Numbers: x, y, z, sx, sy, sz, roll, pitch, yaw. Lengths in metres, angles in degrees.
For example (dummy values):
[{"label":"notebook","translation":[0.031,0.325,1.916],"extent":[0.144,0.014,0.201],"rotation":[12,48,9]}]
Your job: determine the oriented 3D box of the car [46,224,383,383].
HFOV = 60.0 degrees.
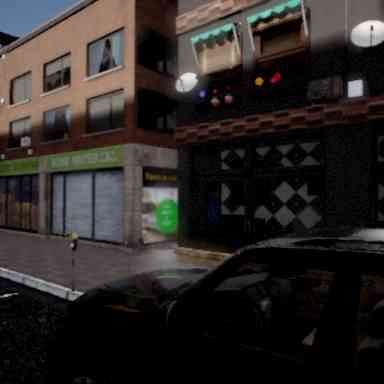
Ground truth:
[{"label":"car","translation":[1.186,1.274,2.450],"extent":[5.566,2.045,2.150],"rotation":[0,-1,38]}]
